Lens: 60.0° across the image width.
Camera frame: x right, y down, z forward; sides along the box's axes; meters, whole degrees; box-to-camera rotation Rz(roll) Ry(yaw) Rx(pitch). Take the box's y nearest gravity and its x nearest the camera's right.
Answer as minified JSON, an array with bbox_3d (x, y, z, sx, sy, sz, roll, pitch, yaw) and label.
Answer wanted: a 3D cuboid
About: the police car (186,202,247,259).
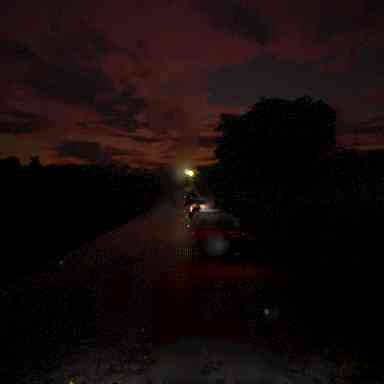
[{"bbox_3d":[0.826,1.403,12.631,1.930,1.638,5.238,0,0,0],"label":"police car"}]

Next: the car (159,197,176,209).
[{"bbox_3d":[-2.840,1.283,39.886,2.033,1.411,5.357,0,1,0],"label":"car"}]

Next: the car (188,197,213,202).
[{"bbox_3d":[0.827,1.371,22.711,1.801,1.575,5.366,0,1,0],"label":"car"}]

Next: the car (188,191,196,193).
[{"bbox_3d":[0.008,0.485,69.334,2.033,1.411,5.357,0,2,0],"label":"car"}]

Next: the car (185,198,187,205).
[{"bbox_3d":[0.014,1.221,47.068,1.895,1.301,4.718,0,1,0],"label":"car"}]

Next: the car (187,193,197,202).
[{"bbox_3d":[0.827,1.215,28.492,2.097,1.767,4.553,0,1,0],"label":"car"}]
